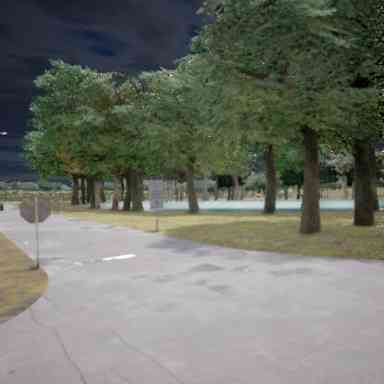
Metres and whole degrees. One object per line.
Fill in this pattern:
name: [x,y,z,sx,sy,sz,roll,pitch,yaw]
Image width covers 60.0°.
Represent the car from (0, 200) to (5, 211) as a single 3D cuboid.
car: [-26.348,1.800,44.529,1.837,1.490,4.892,-2,1,-35]
